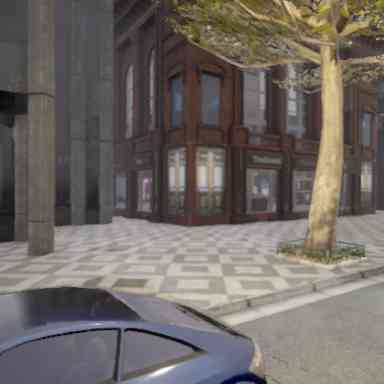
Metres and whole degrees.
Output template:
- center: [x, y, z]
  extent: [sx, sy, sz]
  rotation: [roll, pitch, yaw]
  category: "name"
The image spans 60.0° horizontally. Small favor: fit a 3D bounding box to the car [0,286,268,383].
- center: [-1.364, 1.541, 2.455]
  extent: [4.181, 1.385, 1.994]
  rotation: [0, 0, -34]
  category: "car"
